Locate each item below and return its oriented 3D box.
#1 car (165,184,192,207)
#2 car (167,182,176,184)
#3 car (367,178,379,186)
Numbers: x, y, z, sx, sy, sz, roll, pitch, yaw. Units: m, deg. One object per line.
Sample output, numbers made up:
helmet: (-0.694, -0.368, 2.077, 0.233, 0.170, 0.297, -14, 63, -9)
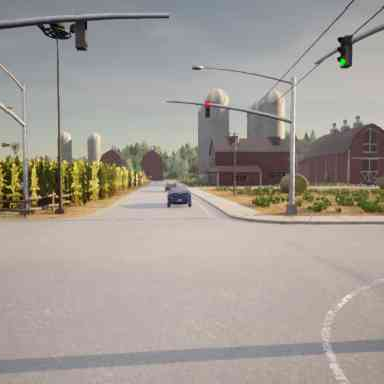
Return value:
car: (-1.109, 0.346, 27.600, 1.882, 1.535, 5.008, 0, 3, -5)
car: (-3.335, -0.811, 52.831, 2.128, 1.511, 4.902, 0, 3, -5)
car: (42.378, -2.329, 77.516, 1.905, 1.878, 3.866, 10, 10, 41)
